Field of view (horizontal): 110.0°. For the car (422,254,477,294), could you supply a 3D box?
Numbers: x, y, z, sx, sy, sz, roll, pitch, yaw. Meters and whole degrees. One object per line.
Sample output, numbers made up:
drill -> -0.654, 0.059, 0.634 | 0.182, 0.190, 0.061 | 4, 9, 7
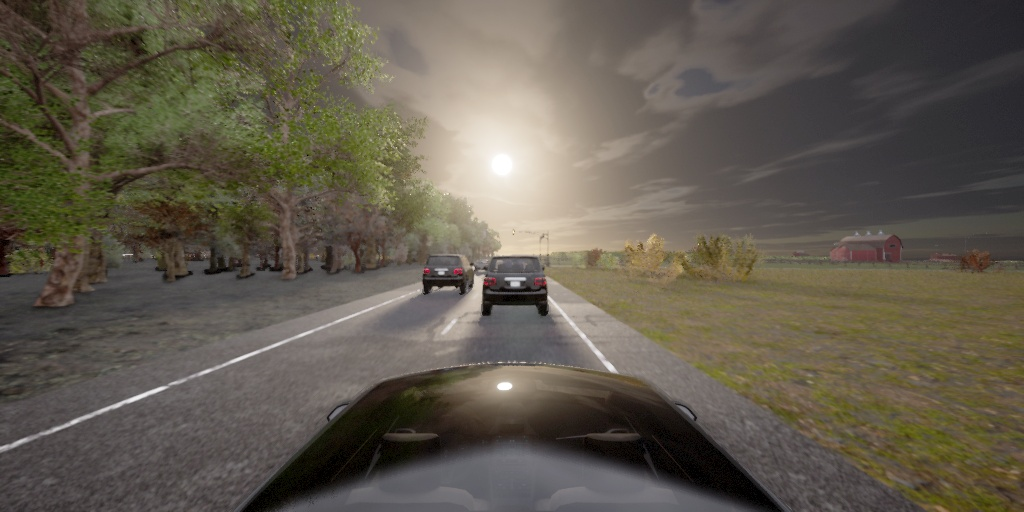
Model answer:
car -> -3.399, 0.915, 19.930 | 2.150, 2.045, 5.566 | 0, 0, 0

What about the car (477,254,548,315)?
car -> 0.100, 0.938, 13.557 | 2.150, 2.045, 5.566 | 0, 0, 0

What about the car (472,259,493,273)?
car -> -3.398, 1.115, 42.247 | 2.128, 1.511, 4.902 | 0, 0, 0
